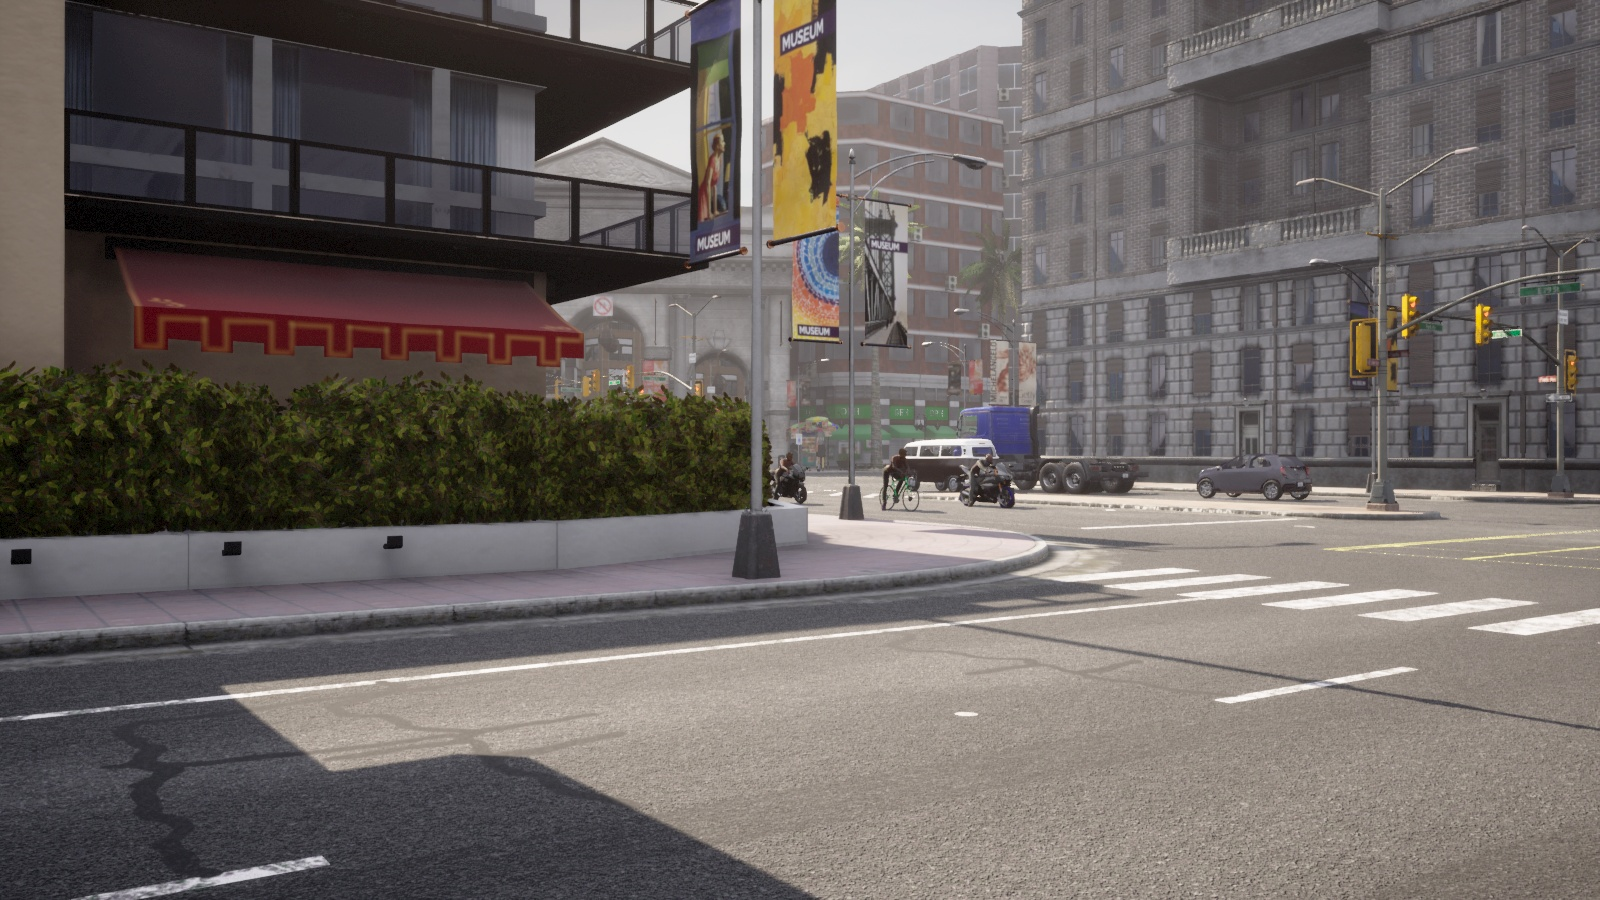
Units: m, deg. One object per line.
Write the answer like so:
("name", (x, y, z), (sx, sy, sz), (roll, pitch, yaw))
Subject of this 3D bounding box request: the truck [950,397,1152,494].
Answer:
("truck", (9.565, -0.138, 48.807), (2.891, 3.462, 7.936), (0, 0, -35))

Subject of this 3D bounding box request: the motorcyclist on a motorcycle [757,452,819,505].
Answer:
("motorcyclist on a motorcycle", (-0.372, 0.818, 36.784), (0.797, 1.523, 2.044), (0, 0, -35))

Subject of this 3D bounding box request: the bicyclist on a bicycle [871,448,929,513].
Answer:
("bicyclist on a bicycle", (2.565, 0.772, 32.513), (0.582, 1.620, 1.656), (0, 0, -35))

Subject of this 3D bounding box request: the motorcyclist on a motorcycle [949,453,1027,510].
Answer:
("motorcyclist on a motorcycle", (5.192, 0.854, 34.869), (0.866, 1.530, 2.191), (0, 0, -35))

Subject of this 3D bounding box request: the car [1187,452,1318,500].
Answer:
("car", (14.795, 0.828, 41.201), (1.845, 1.501, 3.633), (0, 0, -35))

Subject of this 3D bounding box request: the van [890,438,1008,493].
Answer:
("van", (5.675, 0.574, 48.287), (2.069, 2.038, 4.480), (0, 0, -34))
